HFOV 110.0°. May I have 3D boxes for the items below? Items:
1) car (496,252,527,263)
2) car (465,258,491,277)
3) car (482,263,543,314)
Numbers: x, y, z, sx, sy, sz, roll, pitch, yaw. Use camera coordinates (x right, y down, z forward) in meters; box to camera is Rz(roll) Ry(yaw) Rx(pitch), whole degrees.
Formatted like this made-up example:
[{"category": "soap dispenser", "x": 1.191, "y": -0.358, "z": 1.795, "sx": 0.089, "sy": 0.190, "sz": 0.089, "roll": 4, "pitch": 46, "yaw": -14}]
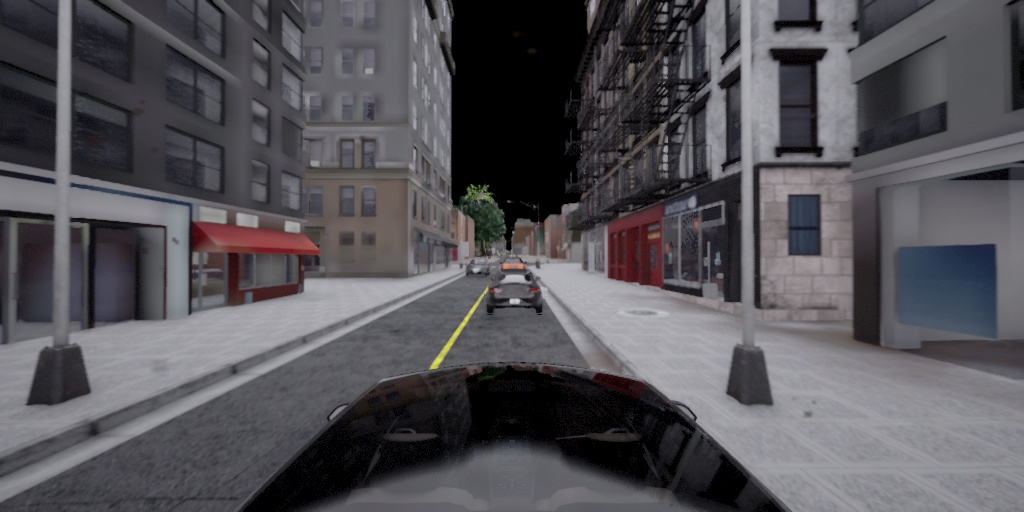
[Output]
[{"category": "car", "x": 0.092, "y": 0.829, "z": 27.650, "sx": 2.097, "sy": 1.767, "sz": 4.553, "roll": 0, "pitch": 1, "yaw": 0}, {"category": "car", "x": -2.820, "y": 0.934, "z": 30.544, "sx": 2.128, "sy": 1.511, "sz": 4.902, "roll": 0, "pitch": 1, "yaw": 0}, {"category": "car", "x": 0.086, "y": 1.163, "z": 13.033, "sx": 1.812, "sy": 1.442, "sz": 4.674, "roll": 0, "pitch": 1, "yaw": 0}]
